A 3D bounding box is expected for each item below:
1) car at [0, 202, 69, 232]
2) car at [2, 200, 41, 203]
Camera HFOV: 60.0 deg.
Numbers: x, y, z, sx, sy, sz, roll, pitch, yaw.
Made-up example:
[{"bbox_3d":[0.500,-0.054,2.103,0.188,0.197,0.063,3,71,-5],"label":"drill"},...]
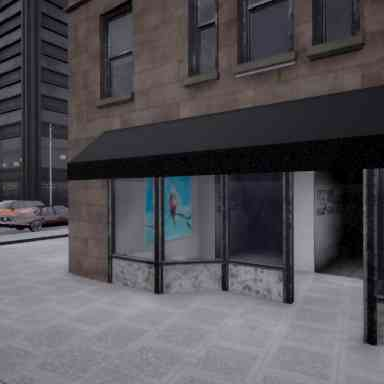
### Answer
[{"bbox_3d":[-8.451,1.491,19.765,2.033,1.411,5.357,0,0,35],"label":"car"},{"bbox_3d":[-11.369,1.311,21.013,2.097,1.767,4.553,0,0,35],"label":"car"}]
